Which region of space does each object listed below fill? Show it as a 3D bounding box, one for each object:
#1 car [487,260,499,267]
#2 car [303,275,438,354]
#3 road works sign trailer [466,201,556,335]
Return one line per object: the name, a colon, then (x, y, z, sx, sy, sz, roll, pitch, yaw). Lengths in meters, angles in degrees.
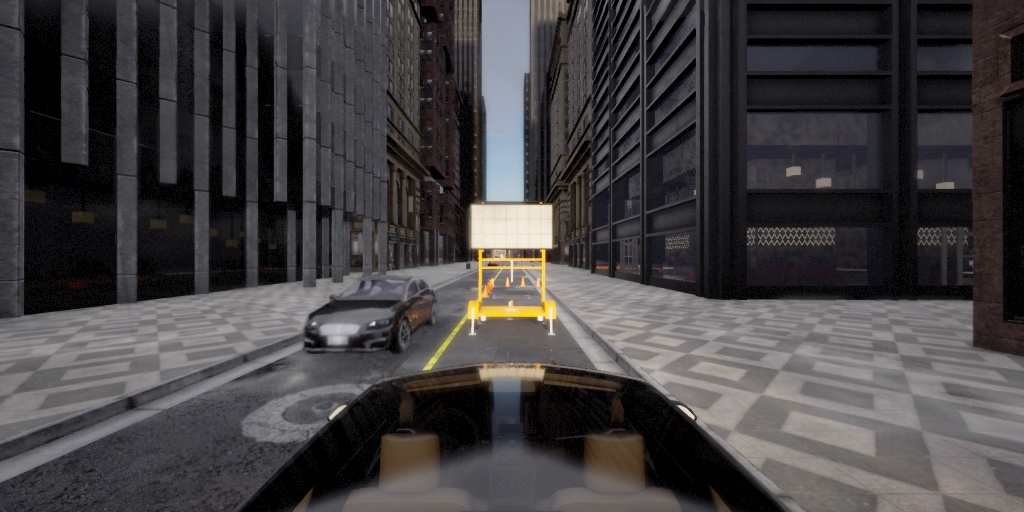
car: (-3.028, 1.372, 57.750, 1.895, 1.301, 4.718, 0, 0, 0)
car: (-3.101, 1.242, 8.836, 2.128, 1.511, 4.902, 0, 0, 0)
road works sign trailer: (-0.001, 0.215, 10.480, 2.380, 3.560, 2.880, 0, 0, 0)
